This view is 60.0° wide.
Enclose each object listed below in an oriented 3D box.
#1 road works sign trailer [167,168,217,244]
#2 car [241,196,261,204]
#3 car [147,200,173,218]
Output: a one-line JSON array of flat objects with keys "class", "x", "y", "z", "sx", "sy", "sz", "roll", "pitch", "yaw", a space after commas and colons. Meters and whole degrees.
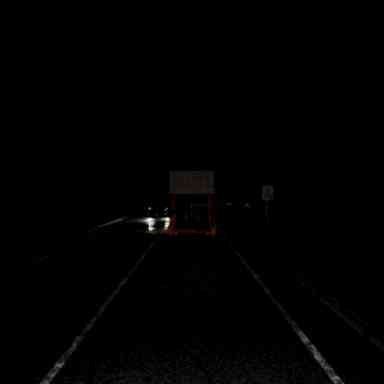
[{"class": "road works sign trailer", "x": -0.008, "y": 0.582, "z": 16.610, "sx": 2.380, "sy": 3.560, "sz": 2.880, "roll": 0, "pitch": 0, "yaw": 0}, {"class": "car", "x": 12.652, "y": 1.666, "z": 70.865, "sx": 4.892, "sy": 1.490, "sz": 1.837, "roll": -1, "pitch": 0, "yaw": -35}, {"class": "car", "x": -3.102, "y": 1.589, "z": 33.348, "sx": 2.097, "sy": 1.767, "sz": 4.553, "roll": 0, "pitch": 0, "yaw": 4}]
